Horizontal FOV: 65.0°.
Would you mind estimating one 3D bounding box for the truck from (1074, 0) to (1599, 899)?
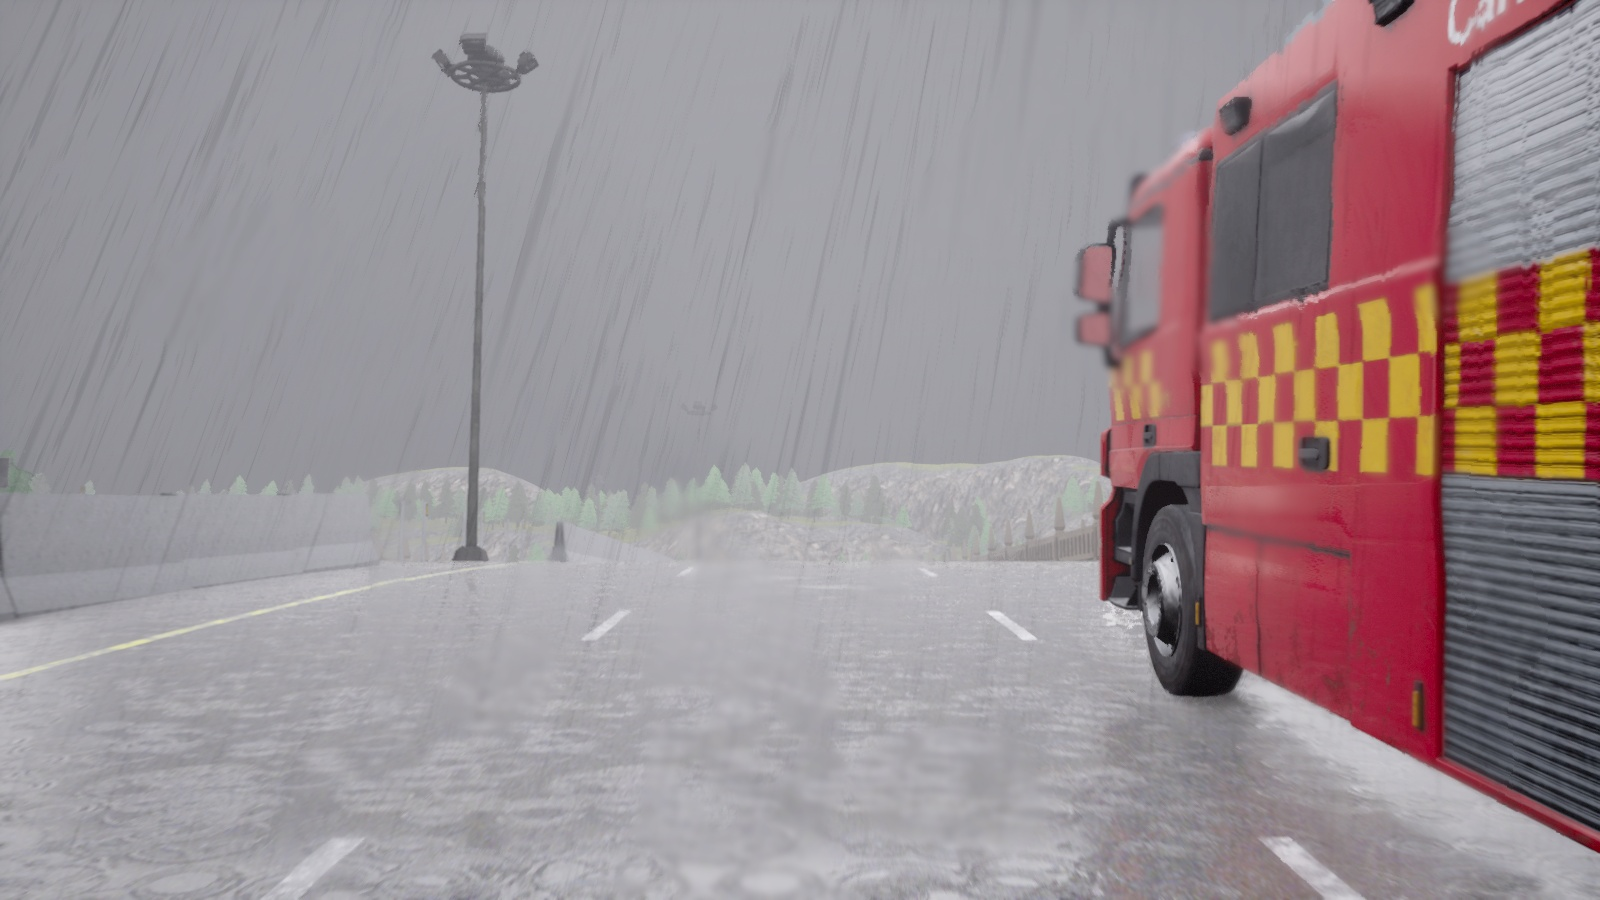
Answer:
[{"bbox_3d":[3.548,-0.417,5.497,2.891,3.827,8.468,0,0,0],"label":"truck"}]
